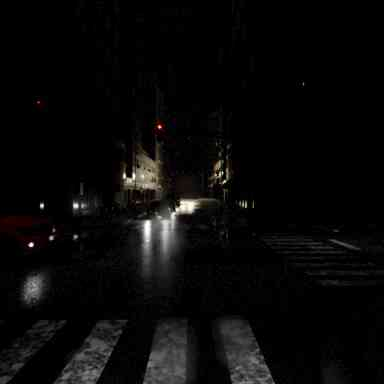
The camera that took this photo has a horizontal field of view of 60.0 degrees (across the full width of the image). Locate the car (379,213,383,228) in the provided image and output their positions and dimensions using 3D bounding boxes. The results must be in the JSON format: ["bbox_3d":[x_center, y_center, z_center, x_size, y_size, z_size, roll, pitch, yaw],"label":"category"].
[{"bbox_3d":[12.338,1.281,16.892,5.009,1.841,2.192,0,0,0],"label":"car"}]

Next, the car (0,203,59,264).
[{"bbox_3d":[-7.587,1.233,11.415,5.566,2.045,2.150,0,0,0],"label":"car"}]

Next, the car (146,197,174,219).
[{"bbox_3d":[-2.865,1.495,29.286,1.837,1.490,4.892,0,0,0],"label":"car"}]

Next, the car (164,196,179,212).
[{"bbox_3d":[-2.864,1.509,39.152,1.812,1.442,4.674,0,0,0],"label":"car"}]

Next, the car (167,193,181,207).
[{"bbox_3d":[-2.874,1.194,49.552,2.150,2.045,5.566,0,0,0],"label":"car"}]
